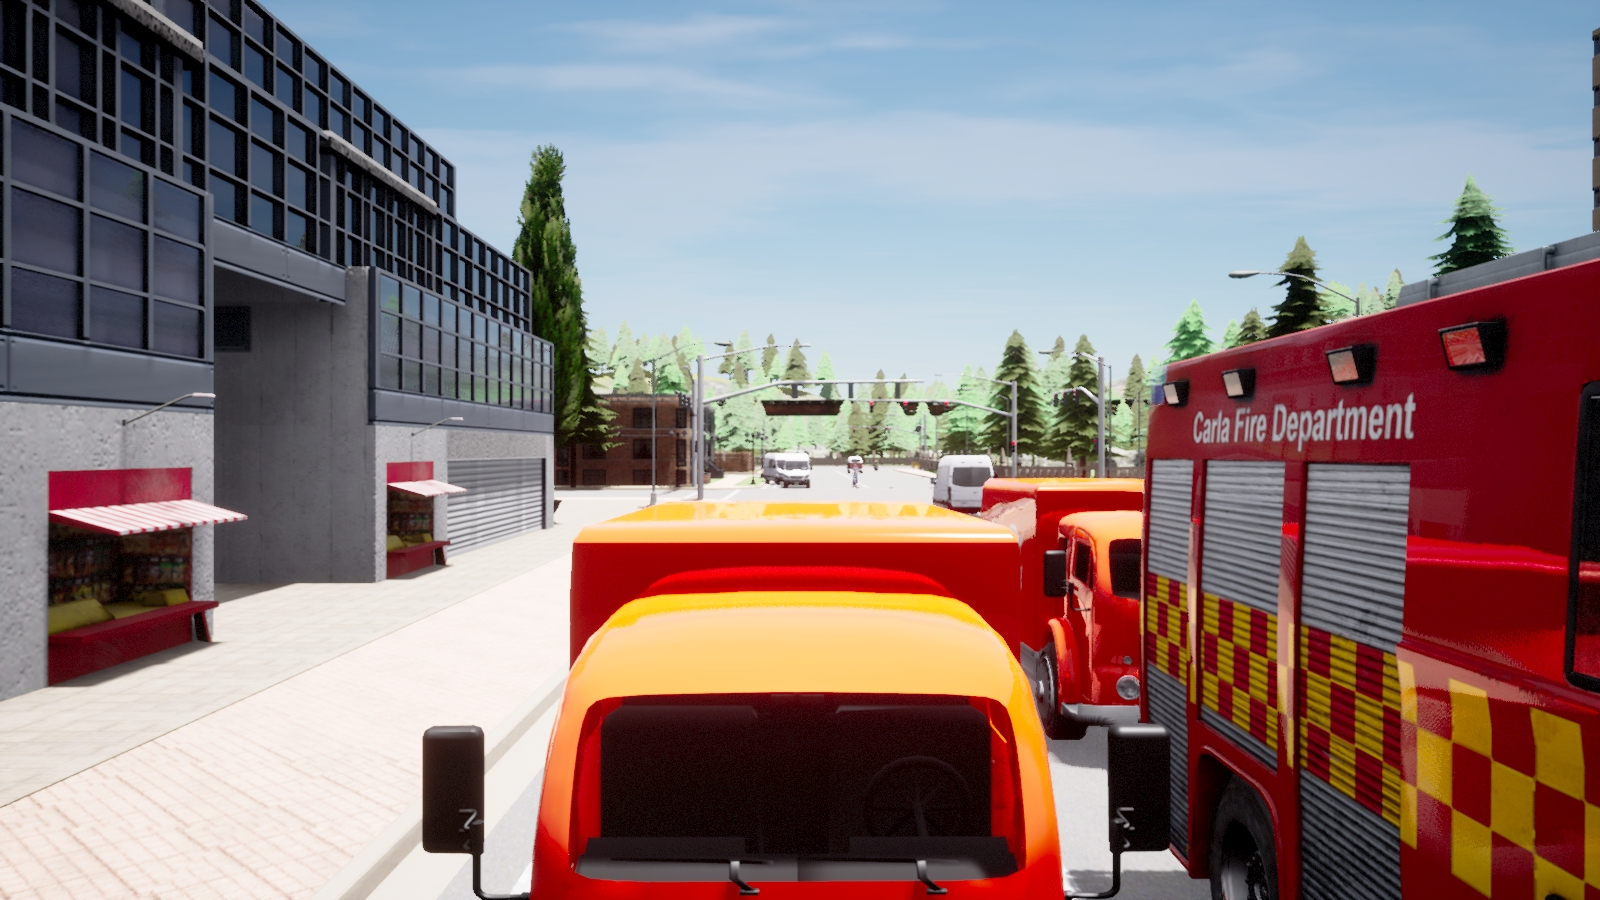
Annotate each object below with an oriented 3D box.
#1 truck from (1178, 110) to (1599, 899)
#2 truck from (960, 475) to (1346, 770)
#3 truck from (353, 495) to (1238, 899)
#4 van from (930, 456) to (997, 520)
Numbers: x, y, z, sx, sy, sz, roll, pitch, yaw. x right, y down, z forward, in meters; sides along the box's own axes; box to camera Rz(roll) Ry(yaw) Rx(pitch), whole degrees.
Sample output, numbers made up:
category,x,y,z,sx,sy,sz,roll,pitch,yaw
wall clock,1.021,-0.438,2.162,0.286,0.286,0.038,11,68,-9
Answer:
category,x,y,z,sx,sy,sz,roll,pitch,yaw
truck,3.844,0.893,3.133,2.891,3.827,8.468,0,0,1
truck,3.462,1.573,12.623,2.627,2.467,5.204,0,0,0
truck,-0.029,1.571,5.993,2.627,2.467,5.204,0,0,0
van,6.907,1.547,48.782,1.988,2.561,5.915,0,-1,0
